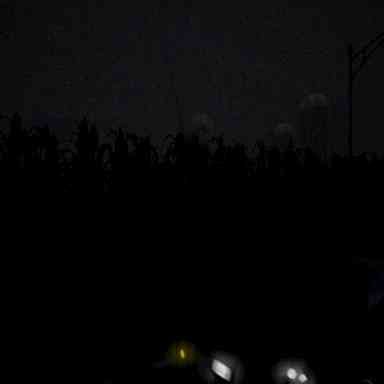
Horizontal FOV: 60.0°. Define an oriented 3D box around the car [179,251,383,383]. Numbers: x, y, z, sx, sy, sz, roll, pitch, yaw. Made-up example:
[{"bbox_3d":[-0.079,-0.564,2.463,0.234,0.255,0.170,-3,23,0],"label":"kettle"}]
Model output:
[{"bbox_3d":[1.913,1.566,4.426,4.181,1.385,1.994,0,0,-35],"label":"car"}]
